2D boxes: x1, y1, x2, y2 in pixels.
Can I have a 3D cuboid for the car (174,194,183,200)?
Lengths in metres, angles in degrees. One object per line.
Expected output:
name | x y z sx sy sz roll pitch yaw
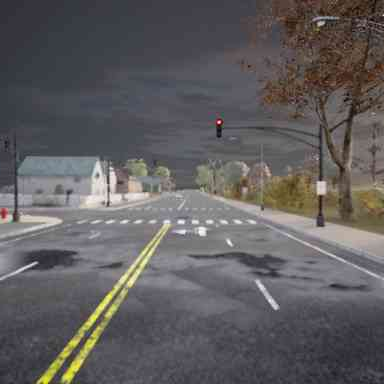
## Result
car | -3.242 1.208 80.736 1.812 1.442 4.674 0 0 0
